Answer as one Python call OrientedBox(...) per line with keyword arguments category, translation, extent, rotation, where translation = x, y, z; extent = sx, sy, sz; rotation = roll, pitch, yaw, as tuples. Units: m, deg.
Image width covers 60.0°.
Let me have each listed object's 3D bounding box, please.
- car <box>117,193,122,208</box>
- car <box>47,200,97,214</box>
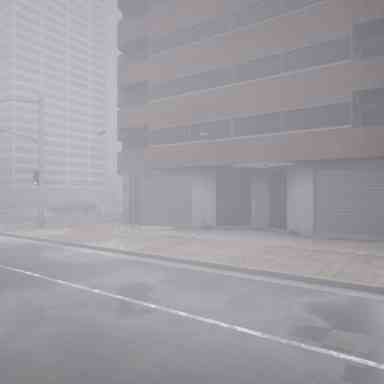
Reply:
OrientedBox(category="car", translation=(-7.314, 1.352, 44.640), extent=(2.097, 1.767, 4.553), rotation=(0, 0, 35))
OrientedBox(category="car", translation=(-13.011, 1.547, 36.519), extent=(2.033, 1.411, 5.357), rotation=(0, 0, 35))
